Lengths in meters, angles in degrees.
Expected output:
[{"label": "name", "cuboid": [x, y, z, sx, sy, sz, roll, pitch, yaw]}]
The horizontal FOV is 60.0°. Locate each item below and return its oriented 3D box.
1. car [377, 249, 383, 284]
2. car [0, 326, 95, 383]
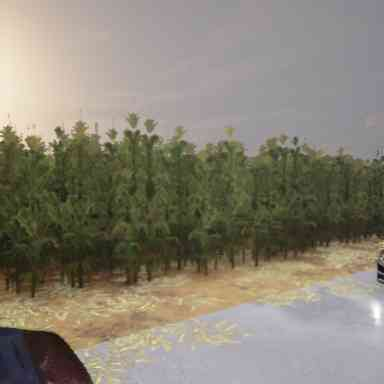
[{"label": "car", "cuboid": [6.342, 1.457, 8.020, 4.902, 1.511, 2.128, 0, 0, -35]}, {"label": "car", "cuboid": [-2.581, 1.568, 1.654, 4.181, 1.385, 1.994, 0, 0, -35]}]
